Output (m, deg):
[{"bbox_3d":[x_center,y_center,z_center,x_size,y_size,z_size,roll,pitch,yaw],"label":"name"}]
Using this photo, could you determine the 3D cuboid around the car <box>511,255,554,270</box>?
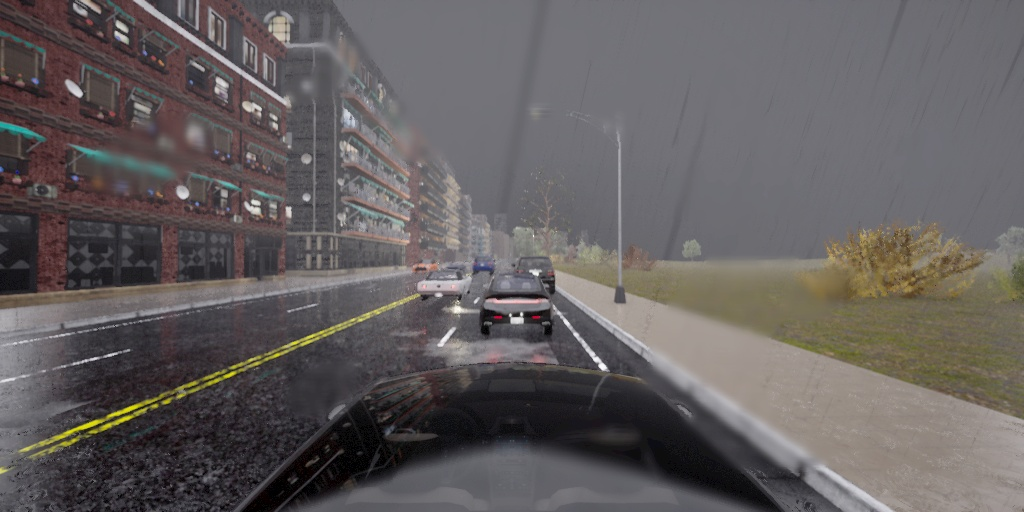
[{"bbox_3d":[1.171,0.989,20.408,2.150,2.045,5.566,0,0,0],"label":"car"}]

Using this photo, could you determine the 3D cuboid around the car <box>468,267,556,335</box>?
[{"bbox_3d":[0.117,1.249,10.540,2.128,1.511,4.902,0,0,0],"label":"car"}]

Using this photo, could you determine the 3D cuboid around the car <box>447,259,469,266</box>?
[{"bbox_3d":[-6.534,1.378,41.617,1.895,1.301,4.718,0,0,0],"label":"car"}]

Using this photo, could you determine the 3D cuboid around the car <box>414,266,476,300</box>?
[{"bbox_3d":[-3.122,1.363,17.604,1.895,1.301,4.718,0,0,0],"label":"car"}]

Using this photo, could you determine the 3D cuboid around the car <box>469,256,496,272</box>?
[{"bbox_3d":[-3.085,1.000,40.098,2.150,2.045,5.566,0,0,0],"label":"car"}]

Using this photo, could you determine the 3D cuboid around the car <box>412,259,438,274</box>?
[{"bbox_3d":[-9.785,1.129,40.677,2.097,1.767,4.553,0,0,0],"label":"car"}]
